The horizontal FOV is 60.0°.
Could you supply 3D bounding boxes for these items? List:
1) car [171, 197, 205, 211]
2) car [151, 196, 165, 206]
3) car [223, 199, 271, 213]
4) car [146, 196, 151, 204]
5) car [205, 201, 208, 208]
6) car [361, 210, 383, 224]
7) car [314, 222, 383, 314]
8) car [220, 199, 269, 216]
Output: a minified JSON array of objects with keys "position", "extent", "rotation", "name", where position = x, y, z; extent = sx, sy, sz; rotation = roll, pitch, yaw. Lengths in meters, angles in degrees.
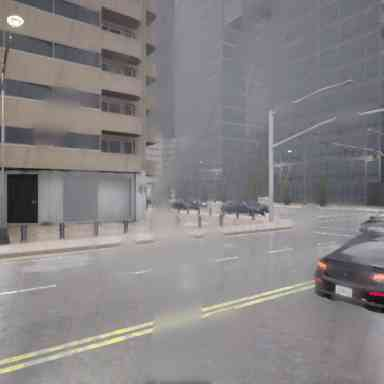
[{"position":[-0.804,1.508,40.397],"extent":[1.994,1.385,4.181],"rotation":[0,0,-35],"name":"car"},{"position":[-6.183,1.449,54.169],"extent":[1.837,1.490,4.892],"rotation":[0,0,-35],"name":"car"},{"position":[6.021,1.492,36.822],"extent":[2.033,1.411,5.357],"rotation":[0,0,-36],"name":"car"},{"position":[-8.703,1.423,51.662],"extent":[1.882,1.535,5.008],"rotation":[0,1,-35],"name":"car"},{"position":[0.203,1.436,45.045],"extent":[2.128,1.511,4.902],"rotation":[0,0,-35],"name":"car"},{"position":[9.480,1.487,15.090],"extent":[4.902,1.511,2.128],"rotation":[0,0,-36],"name":"car"},{"position":[4.474,1.526,7.004],"extent":[4.674,1.442,1.812],"rotation":[0,0,-35],"name":"car"},{"position":[5.036,1.492,32.219],"extent":[2.033,1.411,5.357],"rotation":[0,0,-36],"name":"car"}]
